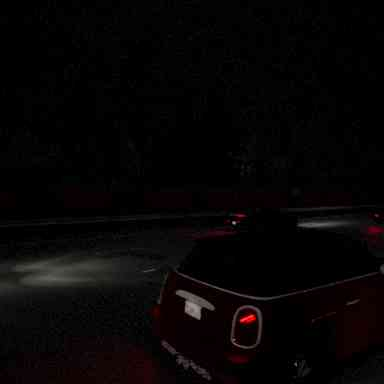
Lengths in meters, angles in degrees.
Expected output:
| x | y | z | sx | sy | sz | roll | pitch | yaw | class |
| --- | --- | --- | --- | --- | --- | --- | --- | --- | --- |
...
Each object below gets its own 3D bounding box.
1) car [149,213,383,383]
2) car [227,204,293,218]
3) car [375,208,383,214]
| x | y | z | sx | sy | sz | roll | pitch | yaw | class |
| --- | --- | --- | --- | --- | --- | --- | --- | --- | --- |
| 1.729 | 1.352 | 5.006 | 4.553 | 1.767 | 2.097 | 0 | 0 | -36 | car |
| 4.282 | 1.491 | 19.829 | 4.902 | 1.511 | 2.128 | 0 | 0 | -36 | car |
| 14.437 | 1.600 | 22.883 | 4.718 | 1.301 | 1.895 | 0 | 0 | -36 | car |
